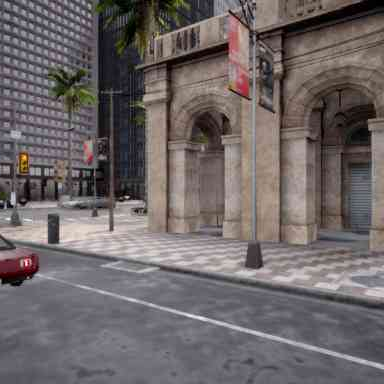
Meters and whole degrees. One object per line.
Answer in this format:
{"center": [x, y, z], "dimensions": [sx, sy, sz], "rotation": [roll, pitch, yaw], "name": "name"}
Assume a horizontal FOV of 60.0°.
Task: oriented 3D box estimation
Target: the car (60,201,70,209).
{"center": [-15.208, 1.526, 44.204], "dimensions": [1.812, 1.442, 4.674], "rotation": [0, 0, 36], "name": "car"}

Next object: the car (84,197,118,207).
{"center": [-13.928, 1.513, 51.276], "dimensions": [2.161, 1.482, 4.786], "rotation": [0, 0, 35], "name": "car"}

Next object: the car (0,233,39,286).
{"center": [-5.828, 1.601, 8.200], "dimensions": [4.718, 1.301, 1.895], "rotation": [0, 0, 37], "name": "car"}

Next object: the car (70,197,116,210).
{"center": [-12.254, 1.547, 42.324], "dimensions": [2.033, 1.411, 5.357], "rotation": [0, 0, 36], "name": "car"}
